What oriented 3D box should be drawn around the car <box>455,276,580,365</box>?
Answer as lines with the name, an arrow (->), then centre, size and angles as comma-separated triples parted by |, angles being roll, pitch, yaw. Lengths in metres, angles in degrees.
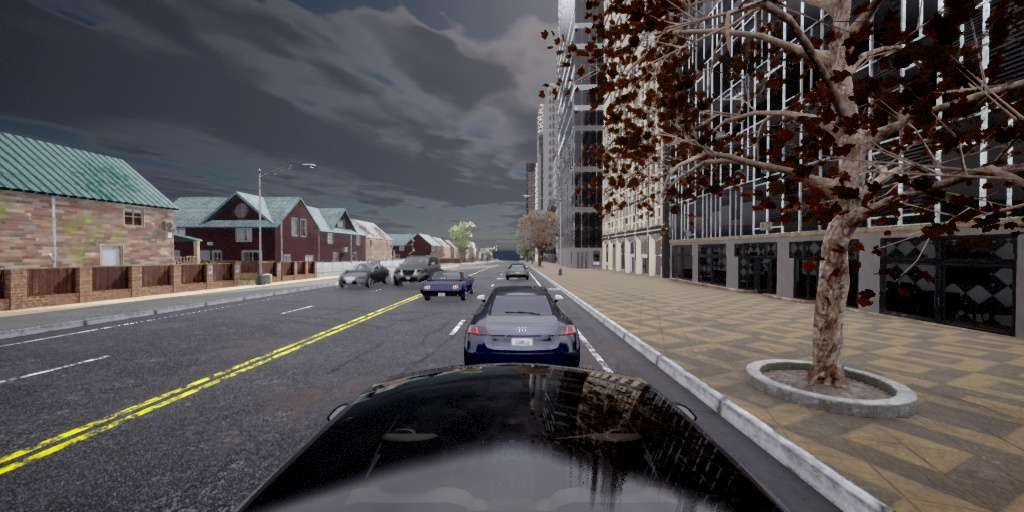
car -> 0.174, 1.314, 7.618 | 1.994, 1.385, 4.181 | 0, 0, 0

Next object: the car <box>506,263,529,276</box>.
car -> 0.478, 1.338, 31.713 | 1.994, 1.385, 4.181 | 0, 0, 1

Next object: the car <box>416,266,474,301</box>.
car -> -2.954, 1.355, 17.436 | 1.895, 1.301, 4.718 | 0, 0, 1

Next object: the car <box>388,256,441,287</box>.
car -> -6.312, 0.984, 24.636 | 2.150, 2.045, 5.566 | 0, 0, 1

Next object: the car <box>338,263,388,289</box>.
car -> -9.576, 1.252, 23.609 | 2.128, 1.511, 4.902 | 0, 0, 1
